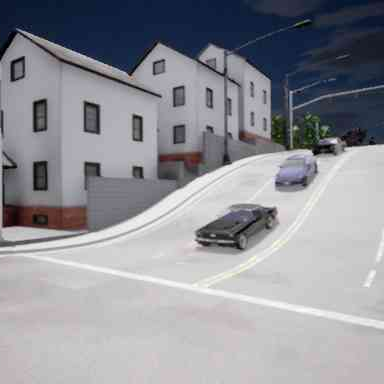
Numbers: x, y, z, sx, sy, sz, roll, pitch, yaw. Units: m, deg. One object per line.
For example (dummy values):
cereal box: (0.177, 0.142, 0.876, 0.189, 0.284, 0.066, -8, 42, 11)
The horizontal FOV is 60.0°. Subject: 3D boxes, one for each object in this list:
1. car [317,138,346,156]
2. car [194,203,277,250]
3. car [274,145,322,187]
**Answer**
car: (11.745, -3.898, 28.534, 1.895, 1.301, 4.718, 0, 12, 36)
car: (2.017, 1.310, 14.394, 1.895, 1.301, 4.718, -1, 11, 34)
car: (6.659, -1.514, 21.176, 1.812, 1.442, 4.674, -1, 19, 33)
